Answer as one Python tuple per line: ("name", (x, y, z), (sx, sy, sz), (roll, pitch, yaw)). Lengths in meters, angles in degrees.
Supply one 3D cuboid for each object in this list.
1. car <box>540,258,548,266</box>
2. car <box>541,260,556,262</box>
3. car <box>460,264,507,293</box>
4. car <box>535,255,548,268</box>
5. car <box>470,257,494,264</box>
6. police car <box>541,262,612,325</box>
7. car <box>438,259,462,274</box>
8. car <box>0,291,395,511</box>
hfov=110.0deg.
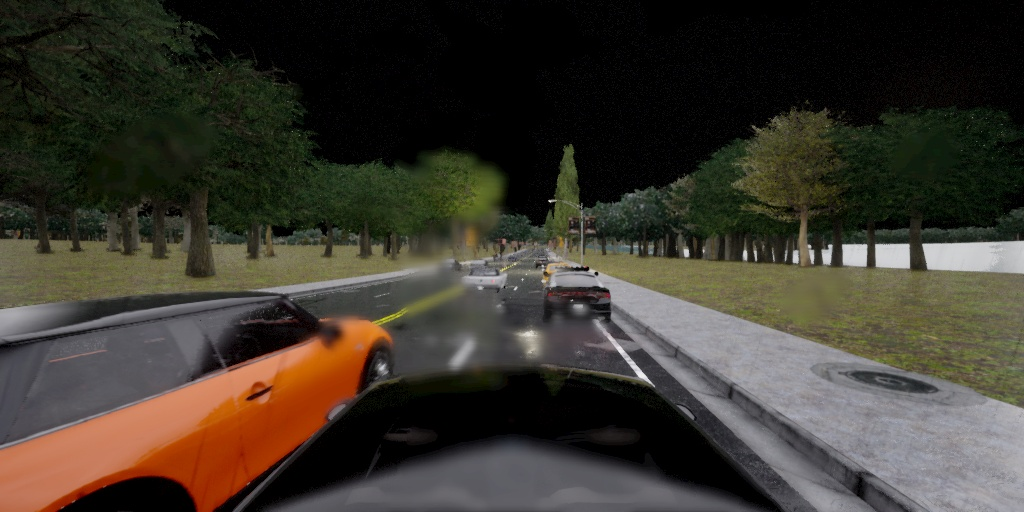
("car", (3.361, 1.162, 27.890), (1.882, 1.535, 5.008), (0, 0, 5))
("car", (2.856, 1.202, 21.914), (1.882, 1.535, 5.008), (0, 0, 5))
("car", (-1.391, 1.332, 20.639), (1.895, 1.301, 4.718), (0, 0, 5))
("car", (4.147, 0.882, 48.618), (1.837, 1.490, 4.892), (0, 1, 5))
("car", (-3.388, 1.094, 38.010), (1.812, 1.442, 4.674), (0, 1, 5))
("police car", (2.024, 1.169, 12.062), (1.930, 1.638, 5.238), (0, 0, 5))
("car", (-6.589, 1.088, 38.717), (1.812, 1.442, 4.674), (0, 1, 5))
("car", (-2.854, 1.103, 3.337), (2.097, 1.767, 4.553), (0, 0, 5))
